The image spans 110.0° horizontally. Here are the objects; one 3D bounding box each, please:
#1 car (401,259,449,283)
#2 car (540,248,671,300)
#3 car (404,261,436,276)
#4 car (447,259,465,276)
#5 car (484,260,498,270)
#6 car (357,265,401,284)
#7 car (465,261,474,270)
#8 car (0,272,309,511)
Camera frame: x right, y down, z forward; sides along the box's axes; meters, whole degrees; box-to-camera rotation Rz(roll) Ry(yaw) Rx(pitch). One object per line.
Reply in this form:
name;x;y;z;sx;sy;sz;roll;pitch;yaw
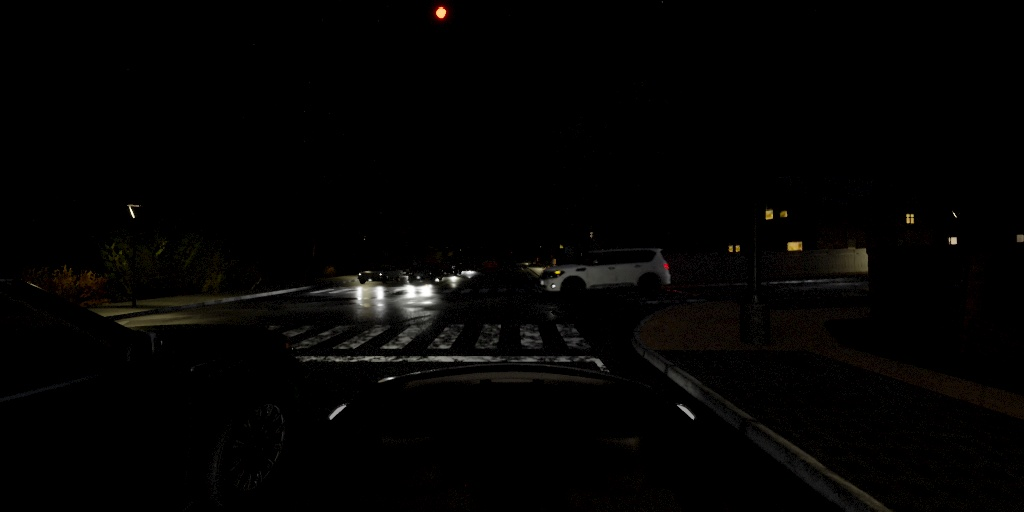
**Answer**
car;-6.596;1.254;27.731;2.128;1.511;4.902;0;0;0
car;4.048;0.713;15.727;5.566;2.045;2.150;-2;-1;-8
car;-9.846;1.320;38.714;2.033;1.411;5.357;0;0;0
car;-6.590;1.123;37.555;2.097;1.767;4.553;0;0;0
car;-3.145;1.268;53.594;1.882;1.535;5.008;0;0;0
car;-9.848;1.363;27.070;1.895;1.301;4.718;0;0;0
car;-6.579;1.388;51.272;1.895;1.301;4.718;0;0;0
car;-3.159;0.971;1.207;2.150;2.045;5.566;0;0;2
